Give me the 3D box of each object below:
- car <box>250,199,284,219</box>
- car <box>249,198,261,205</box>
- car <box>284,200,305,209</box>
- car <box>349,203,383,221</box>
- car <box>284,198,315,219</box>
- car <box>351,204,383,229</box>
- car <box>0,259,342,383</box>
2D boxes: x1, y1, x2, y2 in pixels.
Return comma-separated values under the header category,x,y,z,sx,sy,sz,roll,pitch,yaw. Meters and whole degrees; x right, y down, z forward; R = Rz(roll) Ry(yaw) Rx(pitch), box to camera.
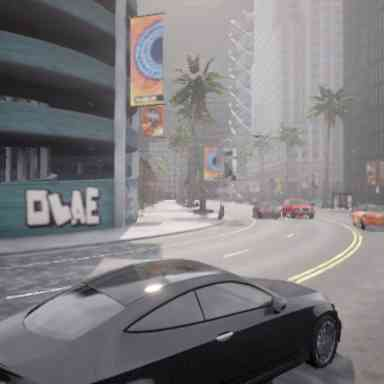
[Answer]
category,x,y,z,sx,sy,sz,roll,pitch,yaw
car,7.572,1.826,34.191,2.097,1.767,4.553,0,-1,2
car,17.645,2.639,93.182,2.185,1.767,4.553,0,-1,-4
car,19.674,2.373,63.878,2.231,1.521,4.892,0,-1,-4
car,18.101,1.995,34.191,1.837,1.490,4.892,0,0,2
car,11.148,1.714,35.187,2.150,2.045,5.566,0,-1,1
car,13.104,1.700,24.285,2.097,1.767,4.553,0,-1,17
car,-0.015,1.583,4.075,4.674,1.442,1.812,1,-1,-39
